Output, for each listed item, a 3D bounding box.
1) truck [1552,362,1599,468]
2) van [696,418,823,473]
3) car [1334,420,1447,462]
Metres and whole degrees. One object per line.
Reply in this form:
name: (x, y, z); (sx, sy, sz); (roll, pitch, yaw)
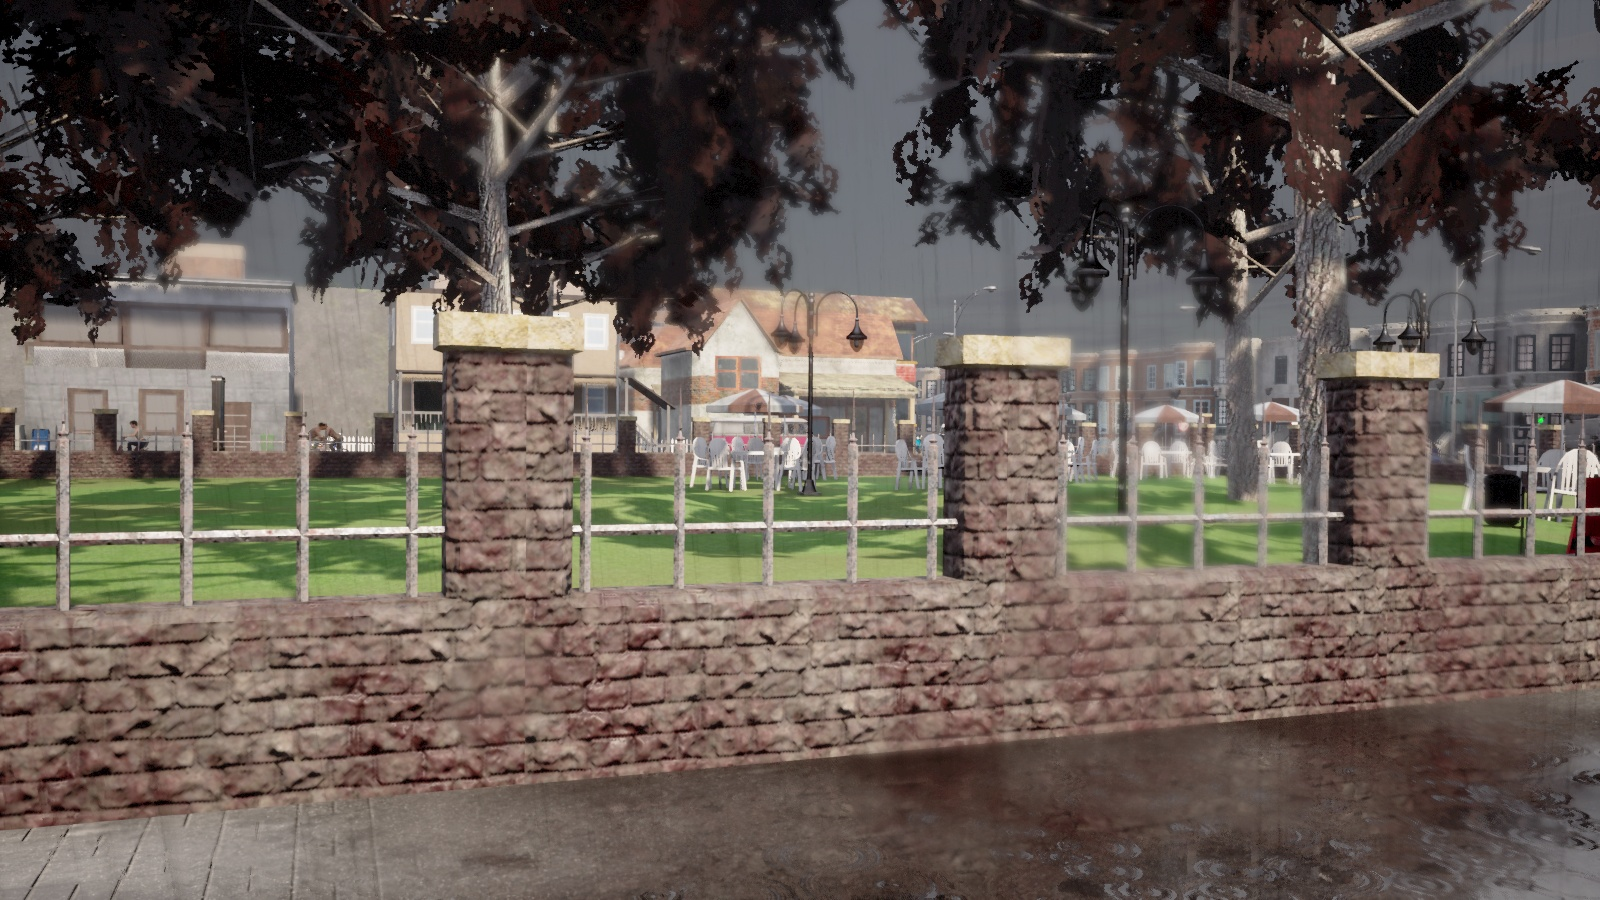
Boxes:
truck: (28.326, -1.132, 39.475); (2.891, 3.462, 7.936); (-1, 1, -21)
van: (-1.534, -0.202, 47.304); (4.442, 1.987, 1.775); (-1, 1, -21)
car: (23.949, -0.394, 51.077); (1.851, 1.617, 3.988); (-1, 1, -21)
